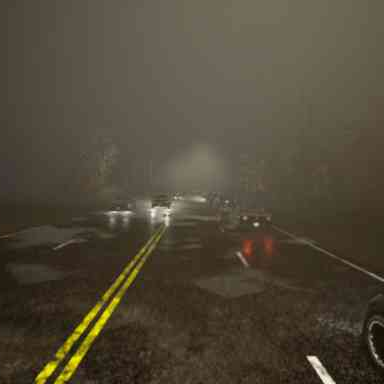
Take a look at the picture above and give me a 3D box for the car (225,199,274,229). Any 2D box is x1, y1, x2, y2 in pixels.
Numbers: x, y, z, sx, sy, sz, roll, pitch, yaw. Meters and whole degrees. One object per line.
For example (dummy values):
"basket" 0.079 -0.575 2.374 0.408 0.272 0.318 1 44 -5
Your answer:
"car" 3.398 1.391 19.939 1.895 1.301 4.718 1 1 -1

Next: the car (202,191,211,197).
"car" 3.426 0.514 77.651 1.895 1.301 4.718 1 0 1

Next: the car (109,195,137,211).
"car" -6.548 1.006 32.221 2.033 1.411 5.357 1 1 0

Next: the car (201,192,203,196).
"car" 3.360 0.615 66.653 1.812 1.442 4.674 1 0 0

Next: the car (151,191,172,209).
"car" -3.289 0.967 36.274 1.837 1.490 4.892 1 1 0

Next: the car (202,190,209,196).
"car" 3.566 0.297 88.585 1.994 1.385 4.181 1 1 1

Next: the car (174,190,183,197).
"car" -3.077 0.270 76.903 2.128 1.511 4.902 1 1 1

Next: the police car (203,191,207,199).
"police car" 3.340 0.688 55.764 1.930 1.638 5.238 1 1 0

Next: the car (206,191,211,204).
"car" 3.337 0.853 44.660 2.033 1.649 4.856 2 1 0

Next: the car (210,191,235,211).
"car" 3.303 0.953 33.635 2.097 1.767 4.553 1 0 0

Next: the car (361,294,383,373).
"car" 3.357 1.603 2.938 1.994 1.385 4.181 0 1 0
